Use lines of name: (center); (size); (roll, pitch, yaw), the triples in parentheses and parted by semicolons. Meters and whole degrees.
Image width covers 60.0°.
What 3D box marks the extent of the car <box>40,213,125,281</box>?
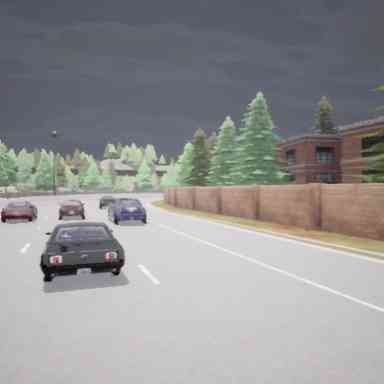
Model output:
car: (-3.268, 1.527, 9.736); (1.895, 1.301, 4.718); (0, 0, -21)

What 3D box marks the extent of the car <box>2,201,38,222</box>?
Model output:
car: (-12.567, 1.368, 24.426); (1.994, 1.385, 4.181); (0, 0, -20)

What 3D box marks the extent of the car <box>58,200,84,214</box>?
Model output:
car: (-9.573, 1.325, 26.444); (1.812, 1.442, 4.674); (0, 0, -20)

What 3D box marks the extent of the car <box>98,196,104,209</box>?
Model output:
car: (-10.209, 1.212, 40.045); (1.837, 1.490, 4.892); (0, 0, -14)

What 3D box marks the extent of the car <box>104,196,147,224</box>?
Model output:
car: (-4.623, 1.185, 23.180); (2.097, 1.767, 4.553); (0, 0, -21)
